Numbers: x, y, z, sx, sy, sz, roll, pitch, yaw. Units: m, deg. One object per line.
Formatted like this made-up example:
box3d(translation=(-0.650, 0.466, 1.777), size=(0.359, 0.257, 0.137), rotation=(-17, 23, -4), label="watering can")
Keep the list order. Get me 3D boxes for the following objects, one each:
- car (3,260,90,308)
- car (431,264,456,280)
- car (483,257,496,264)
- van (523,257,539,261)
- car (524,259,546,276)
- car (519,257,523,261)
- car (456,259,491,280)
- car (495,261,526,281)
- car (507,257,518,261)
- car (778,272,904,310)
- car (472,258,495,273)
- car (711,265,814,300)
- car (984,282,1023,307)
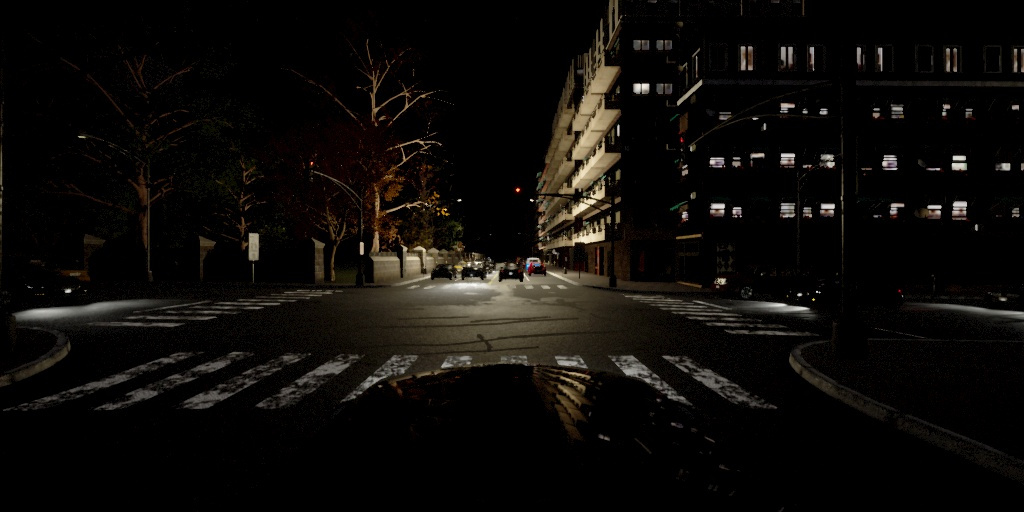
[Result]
box3d(translation=(-18.209, 0.954, 12.718), size=(4.892, 1.490, 1.837), rotation=(1, 0, -1), label="car")
box3d(translation=(-5.831, 1.330, 31.209), size=(1.948, 1.339, 4.313), rotation=(0, 0, 0), label="car")
box3d(translation=(-3.330, 1.278, 51.749), size=(2.128, 1.511, 4.902), rotation=(0, 0, 0), label="car")
box3d(translation=(2.495, 1.115, 42.510), size=(1.690, 1.789, 3.998), rotation=(0, 0, 0), label="van")
box3d(translation=(2.522, 1.314, 36.880), size=(1.888, 1.381, 4.507), rotation=(0, 0, 0), label="car")
box3d(translation=(2.439, 1.229, 53.770), size=(1.967, 1.591, 4.097), rotation=(0, 0, 0), label="car")
box3d(translation=(-3.234, 1.255, 31.038), size=(2.128, 1.511, 4.902), rotation=(0, 0, 0), label="car")
box3d(translation=(-0.077, 1.327, 29.722), size=(1.994, 1.385, 4.181), rotation=(0, 0, 0), label="car")
box3d(translation=(-0.188, 1.349, 61.080), size=(2.033, 1.411, 5.357), rotation=(0, 0, -1), label="car")
box3d(translation=(15.112, 1.623, 16.398), size=(4.181, 1.385, 1.994), rotation=(1, 0, -1), label="car")
box3d(translation=(-3.286, 1.279, 41.337), size=(1.837, 1.490, 4.892), rotation=(0, 0, 0), label="car")
box3d(translation=(13.369, 1.353, 18.961), size=(5.009, 1.841, 2.192), rotation=(0, 0, -1), label="car")
box3d(translation=(24.948, 1.764, 16.545), size=(4.674, 1.442, 1.812), rotation=(1, 0, -1), label="car")
